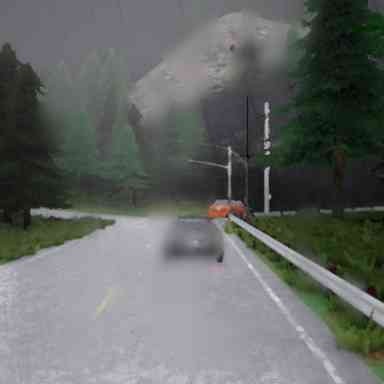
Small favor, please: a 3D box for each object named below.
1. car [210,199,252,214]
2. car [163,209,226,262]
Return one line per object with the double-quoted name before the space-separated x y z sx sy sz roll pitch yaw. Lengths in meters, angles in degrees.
"car" 3.435 1.437 27.500 2.097 1.767 4.553 -1 -4 39
"car" 0.059 1.532 12.046 1.994 1.385 4.181 0 0 0
